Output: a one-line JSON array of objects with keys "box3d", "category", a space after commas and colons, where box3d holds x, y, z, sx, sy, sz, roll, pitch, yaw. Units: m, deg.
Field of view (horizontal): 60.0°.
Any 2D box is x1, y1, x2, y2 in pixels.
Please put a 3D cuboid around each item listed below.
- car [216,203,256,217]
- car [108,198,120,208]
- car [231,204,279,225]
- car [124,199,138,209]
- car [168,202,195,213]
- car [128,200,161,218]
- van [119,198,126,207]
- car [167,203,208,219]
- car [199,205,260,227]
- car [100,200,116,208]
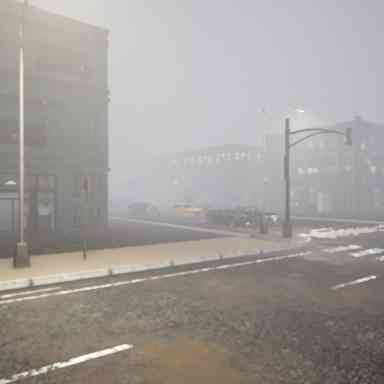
[{"box3d": [4.902, 2.031, 37.818, 2.008, 1.369, 4.403, -1, 0, -35], "category": "car"}, {"box3d": [-14.361, 2.161, 64.875, 2.192, 1.841, 5.009, -1, 0, -35], "category": "car"}, {"box3d": [4.989, 1.885, 27.726, 2.128, 1.511, 4.902, 0, -1, -35], "category": "car"}, {"box3d": [-6.815, 2.103, 44.331, 1.882, 1.535, 5.008, 0, -1, -35], "category": "car"}, {"box3d": [-1.517, 2.187, 46.837, 1.802, 1.307, 4.206, -1, 0, -35], "category": "car"}, {"box3d": [-5.137, 1.995, 37.467, 1.967, 1.590, 4.097, -1, 0, -35], "category": "car"}, {"box3d": [-11.151, 2.128, 60.366, 1.690, 1.788, 3.998, -1, 0, -35], "category": "van"}, {"box3d": [-0.814, 1.986, 35.886, 1.882, 1.535, 5.008, 0, -1, -36], "category": "car"}, {"box3d": [2.813, 1.963, 26.091, 1.947, 1.339, 4.313, -1, 0, -35], "category": "car"}, {"box3d": [-17.567, 2.449, 69.384, 1.887, 1.381, 4.507, -1, 0, -35], "category": "car"}]
